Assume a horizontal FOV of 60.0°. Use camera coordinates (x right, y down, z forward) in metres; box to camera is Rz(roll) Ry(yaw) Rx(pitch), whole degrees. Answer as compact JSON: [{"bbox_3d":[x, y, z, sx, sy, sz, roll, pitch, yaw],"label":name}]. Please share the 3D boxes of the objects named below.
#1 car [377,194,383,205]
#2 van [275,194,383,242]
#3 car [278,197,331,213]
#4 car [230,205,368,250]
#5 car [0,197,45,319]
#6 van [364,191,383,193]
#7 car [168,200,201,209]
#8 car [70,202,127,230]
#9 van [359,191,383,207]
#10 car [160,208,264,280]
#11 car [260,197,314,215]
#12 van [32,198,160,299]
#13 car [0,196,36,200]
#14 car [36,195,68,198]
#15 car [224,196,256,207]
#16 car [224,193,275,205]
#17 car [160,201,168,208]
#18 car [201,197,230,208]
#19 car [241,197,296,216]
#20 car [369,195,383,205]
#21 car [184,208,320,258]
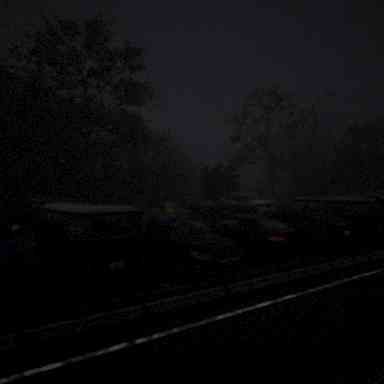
[{"bbox_3d":[29.793,1.063,47.951,2.097,1.535,5.008,-1,0,-36],"label":"car"},{"bbox_3d":[6.297,1.207,15.213,1.878,1.987,4.442,-1,0,-36],"label":"van"},{"bbox_3d":[11.727,1.284,35.043,2.231,1.521,4.892,-1,0,-36],"label":"car"},{"bbox_3d":[4.069,1.485,13.512,2.163,1.488,4.792,-1,0,-36],"label":"car"},{"bbox_3d":[-5.023,1.252,6.938,2.435,2.045,5.566,0,0,-36],"label":"car"},{"bbox_3d":[13.138,1.130,20.106,1.878,1.987,4.442,-1,0,-36],"label":"van"},{"bbox_3d":[-1.924,1.437,25.497,1.946,1.575,5.366,-1,0,-36],"label":"car"},{"bbox_3d":[-6.351,1.505,22.139,2.163,1.488,4.792,0,0,-36],"label":"car"},{"bbox_3d":[25.205,0.892,44.819,1.878,1.987,4.442,-1,0,-36],"label":"van"},{"bbox_3d":[-0.481,1.486,10.229,2.231,1.521,4.892,0,0,-36],"label":"car"},{"bbox_3d":[9.470,1.310,33.427,2.097,1.535,5.008,-1,0,-36],"label":"car"},{"bbox_3d":[-2.830,1.271,8.685,1.878,1.987,4.442,0,0,-36],"label":"van"},{"bbox_3d":[-10.867,1.248,18.908,2.435,2.045,5.566,0,0,-36],"label":"car"},{"bbox_3d":[-8.576,1.237,20.477,2.435,2.045,5.566,0,0,-36],"label":"car"},{"bbox_3d":[2.705,1.393,28.574,2.231,1.521,4.892,-1,0,-36],"label":"car"},{"bbox_3d":[4.972,1.114,30.168,2.435,2.045,5.566,-1,0,-36],"label":"car"},{"bbox_3d":[-4.054,1.492,23.711,2.163,1.488,4.792,0,0,-36],"label":"car"},{"bbox_3d":[0.445,1.417,26.959,2.097,1.535,5.008,-1,0,-36],"label":"car"},{"bbox_3d":[7.212,1.337,31.812,2.097,1.535,5.008,-1,0,-36],"label":"car"},{"bbox_3d":[27.533,1.131,46.337,2.002,1.452,4.674,-1,0,-36],"label":"car"},{"bbox_3d":[1.804,1.512,11.852,2.002,1.452,4.674,0,0,-36],"label":"car"}]
